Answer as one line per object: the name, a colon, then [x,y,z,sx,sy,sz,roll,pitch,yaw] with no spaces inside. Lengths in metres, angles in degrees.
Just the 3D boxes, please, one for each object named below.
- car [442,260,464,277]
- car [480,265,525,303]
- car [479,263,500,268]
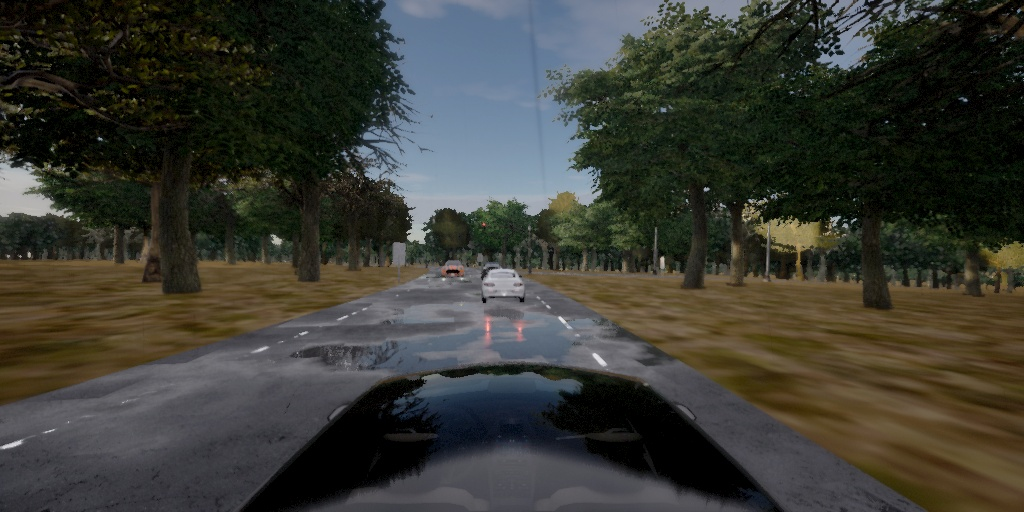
car: [-5.917,1.211,36.197,2.097,1.767,4.553,0,0,-8]
car: [-0.449,1.299,16.596,1.812,1.442,4.674,0,0,-3]
car: [-1.796,1.316,31.638,1.837,1.490,4.892,0,0,-7]
